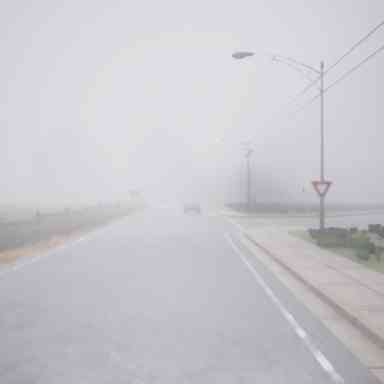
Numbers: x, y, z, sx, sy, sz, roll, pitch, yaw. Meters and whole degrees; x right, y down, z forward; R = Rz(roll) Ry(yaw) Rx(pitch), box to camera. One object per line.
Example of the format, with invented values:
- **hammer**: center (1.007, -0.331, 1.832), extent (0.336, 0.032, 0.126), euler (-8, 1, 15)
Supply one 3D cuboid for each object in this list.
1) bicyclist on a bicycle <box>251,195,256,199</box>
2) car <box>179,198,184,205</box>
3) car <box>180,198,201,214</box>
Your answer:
- **bicyclist on a bicycle**: center (12.418, 1.475, 67.461), extent (1.656, 1.620, 0.582), euler (0, 0, 33)
- **car**: center (-0.754, 1.619, 54.327), extent (2.033, 1.411, 5.357), euler (0, 0, -14)
- **car**: center (0.043, 1.653, 36.334), extent (1.895, 1.301, 4.718), euler (0, 0, 0)
